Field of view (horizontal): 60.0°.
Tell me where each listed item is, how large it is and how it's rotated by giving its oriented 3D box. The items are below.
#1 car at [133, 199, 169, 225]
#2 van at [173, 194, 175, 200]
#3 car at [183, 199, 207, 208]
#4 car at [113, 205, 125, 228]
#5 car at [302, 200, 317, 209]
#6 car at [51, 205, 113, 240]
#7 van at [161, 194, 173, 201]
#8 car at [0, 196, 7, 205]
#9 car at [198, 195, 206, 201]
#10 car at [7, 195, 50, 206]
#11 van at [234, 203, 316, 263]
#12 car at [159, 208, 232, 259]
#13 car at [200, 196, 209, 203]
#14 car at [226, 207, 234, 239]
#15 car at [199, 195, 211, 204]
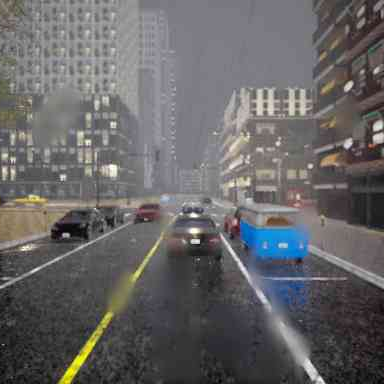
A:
[{"bbox_3d":[-3.003,1.523,24.233,1.882,1.535,5.008,0,0,0],"label":"car"},{"bbox_3d":[-5.704,1.375,94.672,1.690,1.788,3.998,0,0,0],"label":"van"},{"bbox_3d":[0.099,1.608,31.177,1.895,1.301,4.718,0,0,0],"label":"car"},{"bbox_3d":[-5.695,1.568,22.443,1.947,1.339,4.313,0,0,0],"label":"car"},{"bbox_3d":[16.022,1.768,45.899,4.097,1.590,1.967,1,-1,-1],"label":"car"},{"bbox_3d":[-5.694,1.568,17.197,1.947,1.339,4.313,0,0,0],"label":"car"},{"bbox_3d":[-5.702,1.361,72.055,1.690,1.788,3.998,0,0,0],"label":"van"},{"bbox_3d":[-27.482,1.073,45.400,4.313,1.339,1.947,1,-1,-1],"label":"car"},{"bbox_3d":[2.677,1.581,89.020,2.008,1.369,4.403,0,0,0],"label":"car"},{"bbox_3d":[-22.037,1.134,45.551,4.829,1.417,1.752,1,-1,-1],"label":"car"},{"bbox_3d":[2.686,1.342,11.648,1.690,1.788,3.998,0,0,0],"label":"van"},{"bbox_3d":[0.098,1.548,12.592,2.033,1.411,5.357,0,0,0],"label":"car"},{"bbox_3d":[2.679,1.565,72.057,1.887,1.381,4.507,0,0,0],"label":"car"},{"bbox_3d":[2.686,1.442,17.199,1.967,1.590,4.097,0,0,0],"label":"car"},{"bbox_3d":[2.681,1.582,62.090,1.947,1.339,4.313,0,0,0],"label":"car"}]
